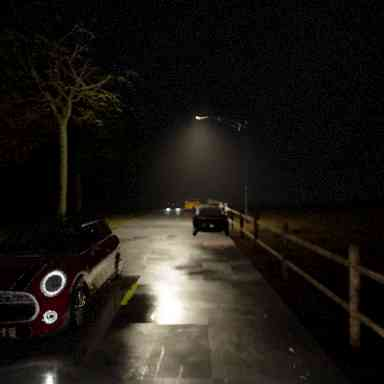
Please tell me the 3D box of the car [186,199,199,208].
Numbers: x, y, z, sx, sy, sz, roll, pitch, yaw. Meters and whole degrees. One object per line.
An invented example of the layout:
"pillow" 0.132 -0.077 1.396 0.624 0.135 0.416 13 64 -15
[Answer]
"car" 0.012 1.827 54.364 2.033 1.411 5.357 0 -1 0

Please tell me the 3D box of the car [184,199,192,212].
"car" 0.057 1.590 41.355 1.882 1.535 5.008 0 0 1

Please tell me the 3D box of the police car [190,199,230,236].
"police car" 0.967 1.450 18.786 1.930 1.638 5.238 0 0 0

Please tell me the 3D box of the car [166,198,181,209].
"car" -2.809 1.721 50.409 1.837 1.490 4.892 0 -1 0

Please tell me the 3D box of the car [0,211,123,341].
"car" -2.848 1.357 6.835 2.097 1.767 4.553 0 0 0
